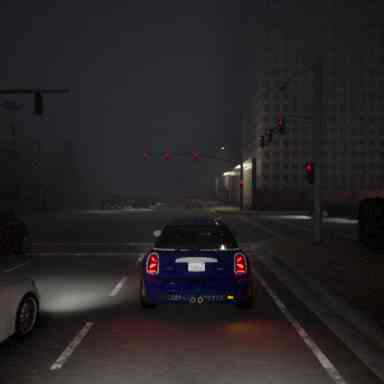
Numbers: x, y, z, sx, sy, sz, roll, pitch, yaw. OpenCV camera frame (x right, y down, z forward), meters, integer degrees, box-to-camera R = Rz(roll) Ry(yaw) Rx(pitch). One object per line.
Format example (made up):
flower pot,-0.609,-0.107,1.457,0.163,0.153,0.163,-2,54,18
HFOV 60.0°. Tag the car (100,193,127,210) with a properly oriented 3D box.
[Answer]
car,-10.521,1.204,44.067,2.150,2.045,5.566,0,0,0

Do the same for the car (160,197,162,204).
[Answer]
car,-6.940,1.539,65.241,1.994,1.385,4.181,0,0,0

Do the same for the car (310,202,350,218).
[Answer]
car,12.999,1.607,30.415,4.181,1.385,1.994,0,0,0

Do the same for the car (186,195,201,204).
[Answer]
car,0.199,1.333,48.444,2.097,1.767,4.553,0,0,0

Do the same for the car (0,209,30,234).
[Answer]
car,-7.007,1.346,10.264,2.097,1.767,4.553,0,0,2

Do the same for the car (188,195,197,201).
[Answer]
car,0.130,1.508,82.232,2.033,1.411,5.357,0,0,0

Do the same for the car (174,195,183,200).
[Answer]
car,-3.368,1.390,83.754,1.895,1.301,4.718,0,0,0

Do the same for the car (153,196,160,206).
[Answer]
car,-6.993,1.483,55.195,1.837,1.490,4.892,0,0,0

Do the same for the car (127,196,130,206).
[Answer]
car,-10.500,1.457,53.839,1.882,1.535,5.008,0,0,0

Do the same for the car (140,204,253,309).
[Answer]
car,0.095,1.349,8.032,2.097,1.767,4.553,0,0,0

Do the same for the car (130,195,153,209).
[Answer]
car,-7.012,1.508,46.301,1.812,1.442,4.674,0,0,0

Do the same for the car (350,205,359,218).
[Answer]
car,15.844,1.550,26.915,4.892,1.490,1.837,0,0,0

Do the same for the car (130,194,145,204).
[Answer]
car,-10.449,1.327,63.619,2.097,1.767,4.553,0,0,1

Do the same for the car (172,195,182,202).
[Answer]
car,-3.384,1.441,73.501,1.882,1.535,5.008,0,0,0

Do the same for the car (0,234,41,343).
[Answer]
car,-3.433,1.524,3.599,1.812,1.442,4.674,0,0,1
